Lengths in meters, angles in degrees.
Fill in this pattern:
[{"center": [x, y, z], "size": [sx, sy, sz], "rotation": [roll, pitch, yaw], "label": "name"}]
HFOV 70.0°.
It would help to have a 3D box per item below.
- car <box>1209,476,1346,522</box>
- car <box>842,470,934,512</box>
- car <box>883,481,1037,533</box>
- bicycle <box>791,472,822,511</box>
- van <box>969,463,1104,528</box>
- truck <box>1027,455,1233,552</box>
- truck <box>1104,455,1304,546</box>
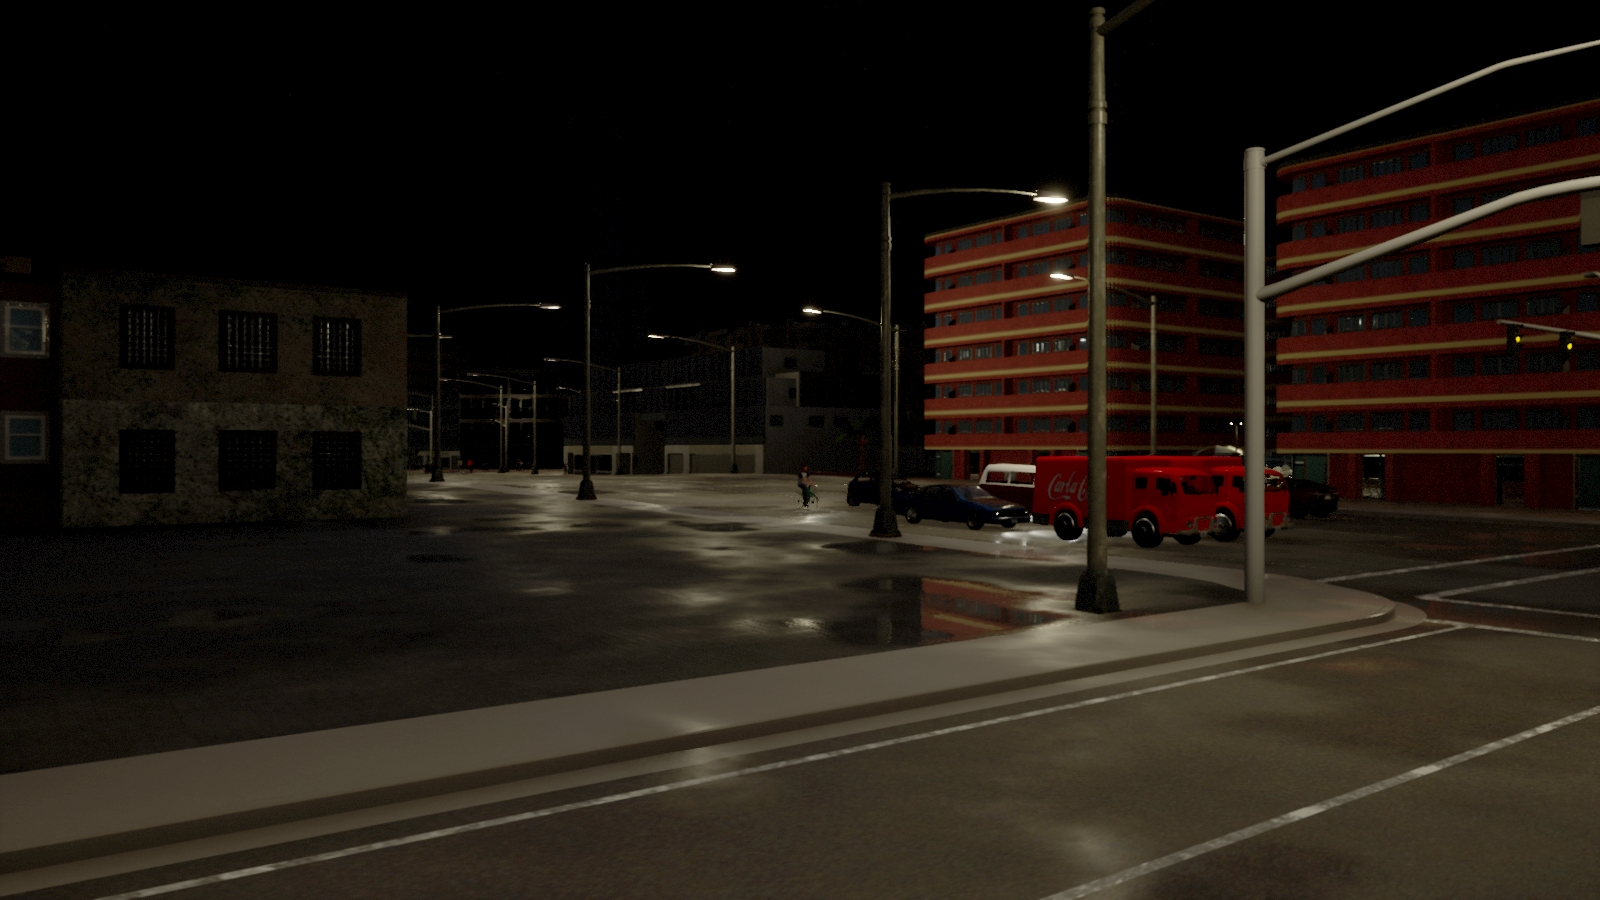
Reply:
[{"center": [18.525, 1.843, 44.503], "size": [2.007, 1.525, 4.514], "rotation": [0, 1, -35], "label": "car"}, {"center": [3.610, 1.668, 47.344], "size": [1.845, 1.501, 3.633], "rotation": [0, 1, -35], "label": "car"}, {"center": [5.339, 1.871, 38.872], "size": [2.033, 1.411, 5.357], "rotation": [0, 1, -36], "label": "car"}, {"center": [0.253, 1.655, 46.023], "size": [0.373, 1.521, 1.643], "rotation": [0, 1, -35], "label": "bicycle"}, {"center": [8.354, 1.552, 40.682], "size": [2.069, 2.038, 4.480], "rotation": [0, 1, -35], "label": "van"}, {"center": [9.434, 1.433, 33.121], "size": [2.627, 2.467, 5.204], "rotation": [0, 1, -36], "label": "truck"}, {"center": [12.309, 1.430, 35.144], "size": [2.627, 2.467, 5.204], "rotation": [0, 1, -35], "label": "truck"}]
